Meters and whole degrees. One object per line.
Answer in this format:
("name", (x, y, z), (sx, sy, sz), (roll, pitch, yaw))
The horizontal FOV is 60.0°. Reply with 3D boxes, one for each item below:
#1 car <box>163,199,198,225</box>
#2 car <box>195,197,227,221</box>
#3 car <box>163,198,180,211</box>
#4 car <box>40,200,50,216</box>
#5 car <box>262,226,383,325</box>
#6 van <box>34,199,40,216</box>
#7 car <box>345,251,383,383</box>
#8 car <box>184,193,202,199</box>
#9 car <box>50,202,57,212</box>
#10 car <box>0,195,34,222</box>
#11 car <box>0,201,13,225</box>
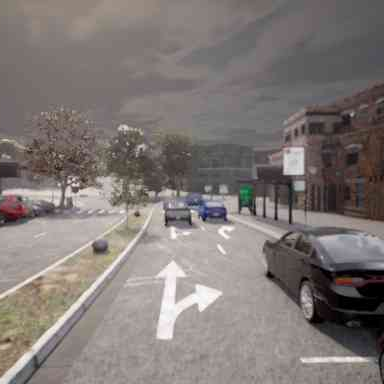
("car", (-1.056, 1.479, 23.866), (2.128, 1.511, 4.902), (0, 0, -4))
("car", (1.559, 1.449, 26.735), (1.882, 1.535, 5.008), (0, 0, -5))
("car", (-2.583, 1.521, 41.425), (1.895, 1.301, 4.718), (0, 0, -4))
("car", (-15.499, 1.349, 29.454), (4.553, 1.767, 2.185), (0, 0, -6))
("car", (2.886, 1.482, 7.230), (2.097, 1.535, 5.008), (0, 0, -1))
("van", (-15.072, 1.260, 26.726), (4.442, 1.987, 1.878), (0, 0, -6))
("car", (3.011, 1.509, 1.738), (2.163, 1.488, 4.792), (0, 0, 0))
("car", (0.219, 1.129, 42.407), (2.150, 2.045, 5.566), (0, 0, -4))
("car", (-15.741, 1.461, 32.199), (4.892, 1.521, 2.231), (0, 0, -6))
("car", (-14.933, 1.248, 23.981), (5.566, 2.045, 2.435), (0, 0, -5))
("car", (-14.609, 1.537, 21.273), (4.792, 1.488, 2.163), (0, 0, -5))
